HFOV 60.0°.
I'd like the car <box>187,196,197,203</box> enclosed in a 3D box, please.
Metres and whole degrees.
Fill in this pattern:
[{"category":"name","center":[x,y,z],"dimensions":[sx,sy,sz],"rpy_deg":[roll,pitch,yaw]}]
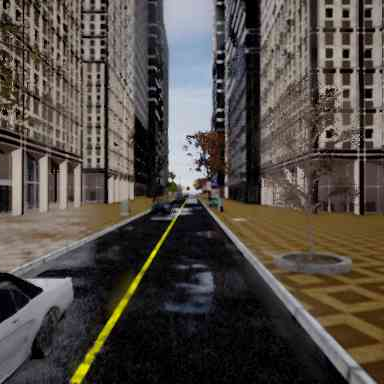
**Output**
[{"category":"car","center":[-0.005,1.423,65.580],"dimensions":[1.895,1.301,4.718],"rpy_deg":[0,0,0]}]

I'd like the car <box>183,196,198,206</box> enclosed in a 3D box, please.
[{"category":"car","center":[-0.005,1.381,52.496],"dimensions":[1.812,1.442,4.674],"rpy_deg":[0,0,0]}]

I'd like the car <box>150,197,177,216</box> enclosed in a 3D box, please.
[{"category":"car","center":[-2.852,1.459,32.210],"dimensions":[2.033,1.411,5.357],"rpy_deg":[0,0,0]}]

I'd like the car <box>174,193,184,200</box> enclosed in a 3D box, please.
[{"category":"car","center":[-2.757,1.014,72.605],"dimensions":[2.097,1.767,4.553],"rpy_deg":[0,0,0]}]

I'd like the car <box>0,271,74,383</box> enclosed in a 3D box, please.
[{"category":"car","center":[-2.838,1.592,3.151],"dimensions":[1.895,1.301,4.718],"rpy_deg":[0,0,0]}]
